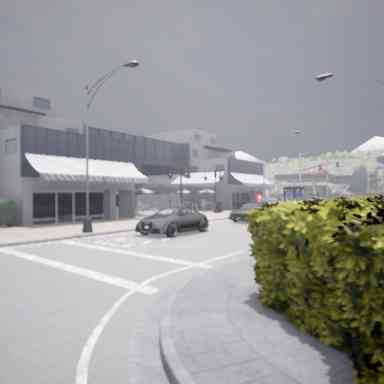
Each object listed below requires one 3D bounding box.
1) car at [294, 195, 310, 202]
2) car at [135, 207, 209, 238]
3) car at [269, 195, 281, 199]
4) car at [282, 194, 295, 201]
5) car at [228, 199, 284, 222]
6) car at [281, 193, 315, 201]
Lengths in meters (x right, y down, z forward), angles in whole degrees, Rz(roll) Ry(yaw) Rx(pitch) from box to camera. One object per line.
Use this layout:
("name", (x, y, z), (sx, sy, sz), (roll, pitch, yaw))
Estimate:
("car", (25.745, 1.543, 77.764), (2.007, 1.523, 4.514), (-1, 0, 37))
("car", (-0.924, 1.475, 17.147), (1.994, 1.385, 4.181), (-1, 0, 37))
("car", (18.580, 1.502, 74.335), (1.970, 1.475, 3.806), (-1, 0, 37))
("car", (26.219, 1.399, 89.938), (1.932, 1.855, 4.605), (-1, 0, 37))
("car", (4.743, 1.463, 24.625), (2.033, 1.411, 5.357), (-1, 0, 38))
("car", (10.903, 1.272, 32.737), (2.097, 1.767, 4.553), (-1, 0, 37))
